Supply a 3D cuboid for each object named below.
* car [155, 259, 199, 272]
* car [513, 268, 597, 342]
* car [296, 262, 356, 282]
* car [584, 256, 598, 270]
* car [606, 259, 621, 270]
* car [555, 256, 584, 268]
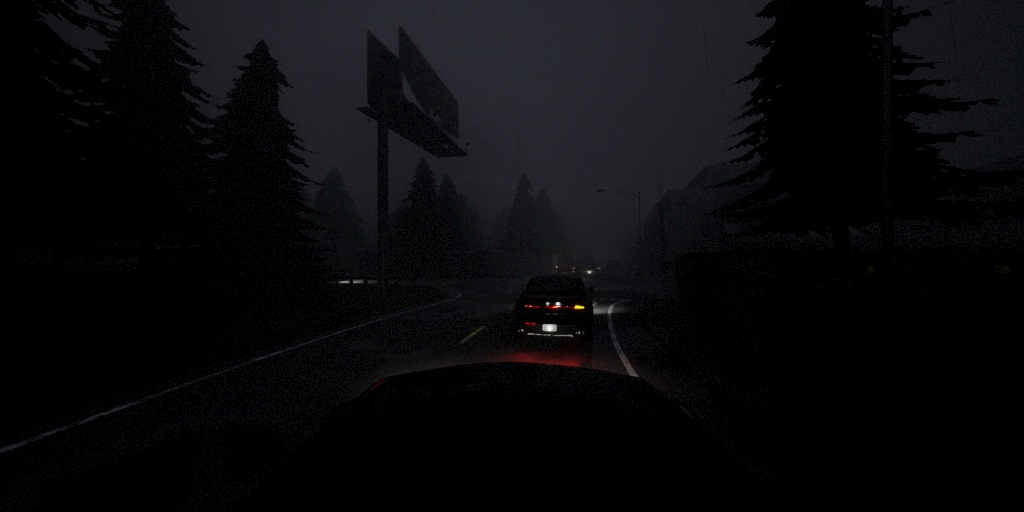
[{"bbox_3d":[-30.305,1.051,31.875,5.008,1.535,1.882,0,0,17],"label":"car"},{"bbox_3d":[1.266,1.255,9.881,1.837,1.490,4.892,0,0,11],"label":"car"},{"bbox_3d":[-13.890,1.137,26.781,4.181,1.385,1.994,0,0,17],"label":"car"},{"bbox_3d":[10.686,0.972,51.841,2.150,2.045,5.566,0,0,19],"label":"car"},{"bbox_3d":[14.825,1.241,52.603,2.128,1.511,4.902,0,0,18],"label":"car"},{"bbox_3d":[5.819,1.103,37.046,2.097,1.767,4.553,0,0,18],"label":"car"}]
